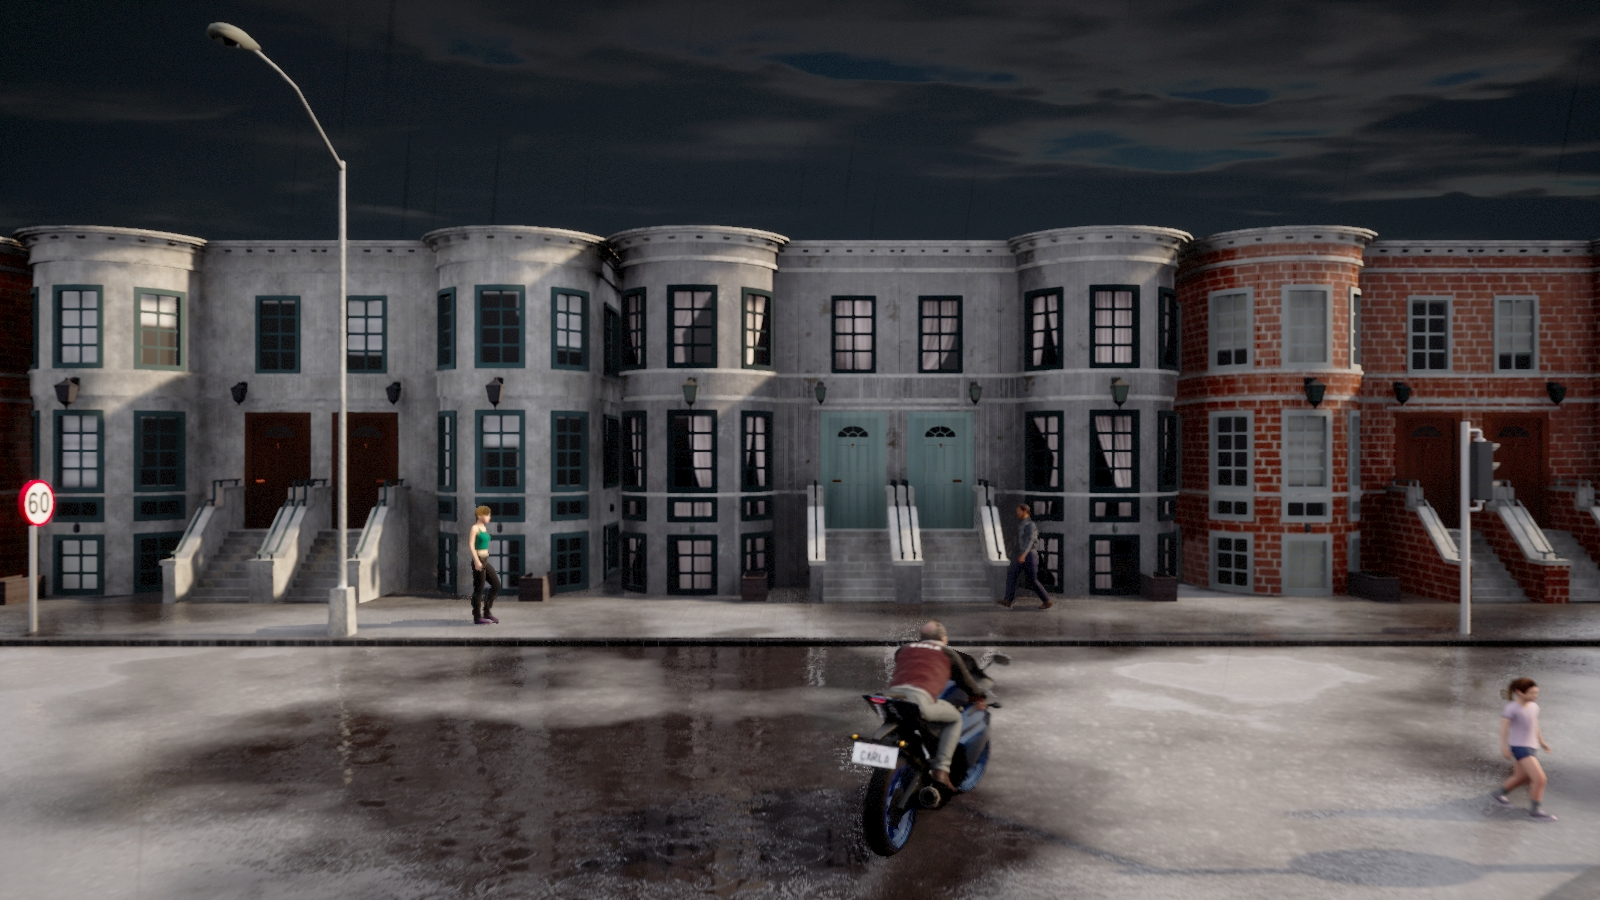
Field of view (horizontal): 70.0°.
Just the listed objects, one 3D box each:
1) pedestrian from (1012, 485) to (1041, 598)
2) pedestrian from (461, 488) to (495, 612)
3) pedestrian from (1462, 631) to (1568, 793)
[{"bbox_3d":[3.793,1.524,19.136,0.375,1.860,0.375,0,0,-5],"label":"pedestrian"},{"bbox_3d":[-4.935,1.524,17.524,0.375,1.860,0.375,0,0,8],"label":"pedestrian"},{"bbox_3d":[5.541,2.008,8.862,0.500,1.100,0.500,0,0,-25],"label":"pedestrian"}]
